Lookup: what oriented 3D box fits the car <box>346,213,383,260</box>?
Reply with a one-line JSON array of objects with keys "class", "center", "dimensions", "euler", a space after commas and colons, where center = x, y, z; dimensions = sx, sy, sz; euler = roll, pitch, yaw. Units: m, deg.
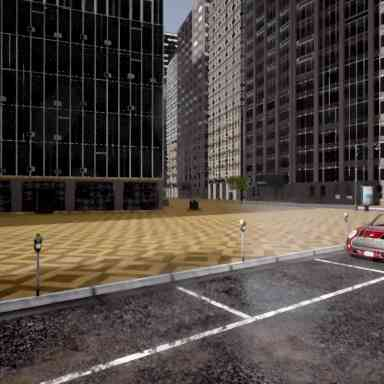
[{"class": "car", "center": [7.237, 1.438, 11.716], "dimensions": [4.097, 1.590, 1.967], "euler": [0, 0, -35]}]
